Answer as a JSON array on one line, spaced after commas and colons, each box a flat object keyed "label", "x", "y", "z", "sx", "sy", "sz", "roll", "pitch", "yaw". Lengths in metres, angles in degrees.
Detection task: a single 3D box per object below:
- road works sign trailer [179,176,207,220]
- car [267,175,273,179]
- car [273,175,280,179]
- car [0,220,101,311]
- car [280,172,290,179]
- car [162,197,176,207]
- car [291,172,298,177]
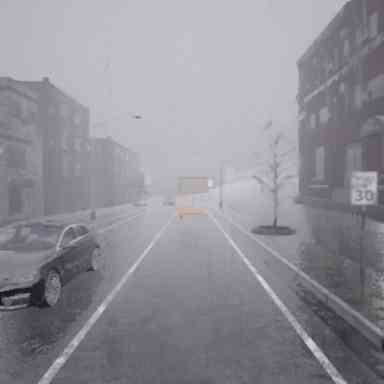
[{"label": "road works sign trailer", "x": 0.099, "y": 0.455, "z": 28.124, "sx": 2.380, "sy": 3.560, "sz": 2.880, "roll": 0, "pitch": 0, "yaw": 1}, {"label": "car", "x": 22.294, "y": -3.825, "z": 88.700, "sx": 2.002, "sy": 1.452, "sz": 4.674, "roll": 0, "pitch": 1, "yaw": -2}, {"label": "car", "x": 22.634, "y": -3.763, "z": 83.162, "sx": 2.097, "sy": 1.535, "sz": 5.008, "roll": 0, "pitch": 1, "yaw": -4}, {"label": "car", "x": -3.585, "y": 1.486, "z": 7.944, "sx": 2.128, "sy": 1.511, "sz": 4.902, "roll": 0, "pitch": 0, "yaw": 0}, {"label": "car", "x": 23.090, "y": -3.786, "z": 77.655, "sx": 2.185, "sy": 1.767, "sz": 4.553, "roll": 0, "pitch": 1, "yaw": -5}, {"label": "car", "x": -3.457, "y": 1.486, "z": 50.604, "sx": 1.837, "sy": 1.490, "sz": 4.892, "roll": 0, "pitch": 0, "yaw": 1}, {"label": "car", "x": 23.697, "y": -3.526, "z": 71.963, "sx": 2.163, "sy": 1.488, "sz": 4.792, "roll": 0, "pitch": 1, "yaw": -6}]
